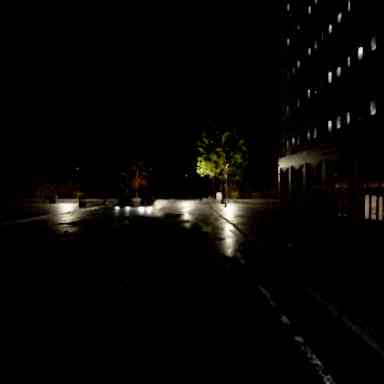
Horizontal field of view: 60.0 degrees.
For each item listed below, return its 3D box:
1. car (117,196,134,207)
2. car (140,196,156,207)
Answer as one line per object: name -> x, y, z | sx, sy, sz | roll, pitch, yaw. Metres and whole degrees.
car -> -9.766, 1.386, 48.952 | 1.812, 1.442, 4.674 | 0, 0, 0
car -> -6.513, 1.352, 49.360 | 2.128, 1.511, 4.902 | 0, 0, 0
